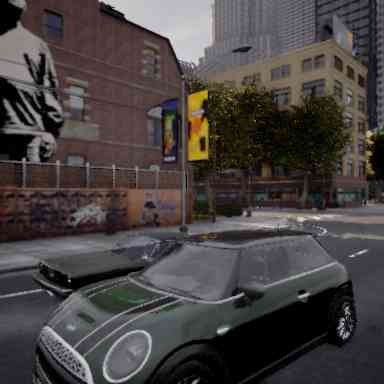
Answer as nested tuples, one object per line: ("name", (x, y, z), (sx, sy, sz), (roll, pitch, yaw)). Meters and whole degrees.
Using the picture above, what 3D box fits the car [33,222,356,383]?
("car", (0.365, 1.380, 4.613), (4.553, 1.767, 2.097), (0, -1, -41))

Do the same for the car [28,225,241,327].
("car", (-1.088, 1.652, 7.920), (4.718, 1.301, 1.895), (0, 0, -42))
